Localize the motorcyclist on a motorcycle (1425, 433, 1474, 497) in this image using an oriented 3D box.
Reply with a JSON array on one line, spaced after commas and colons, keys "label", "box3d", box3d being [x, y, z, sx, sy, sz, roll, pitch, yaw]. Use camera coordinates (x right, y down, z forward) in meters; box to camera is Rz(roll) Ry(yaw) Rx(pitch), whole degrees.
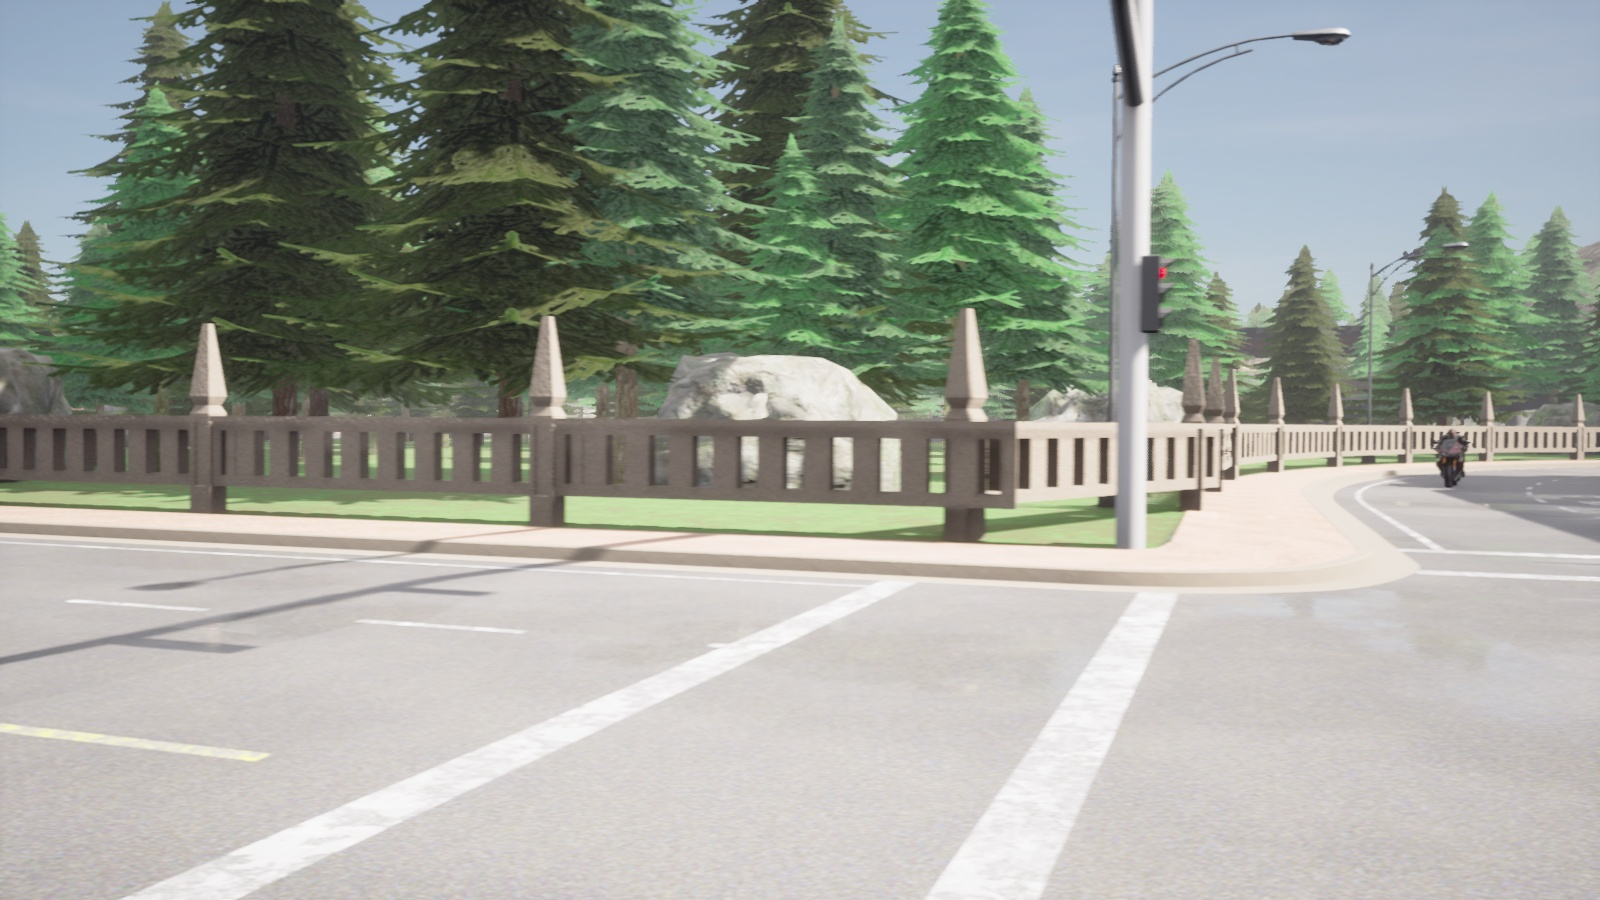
[{"label": "motorcyclist on a motorcycle", "box3d": [16.527, 0.352, 31.936, 0.866, 1.530, 2.191, 2, 2, 32]}]
